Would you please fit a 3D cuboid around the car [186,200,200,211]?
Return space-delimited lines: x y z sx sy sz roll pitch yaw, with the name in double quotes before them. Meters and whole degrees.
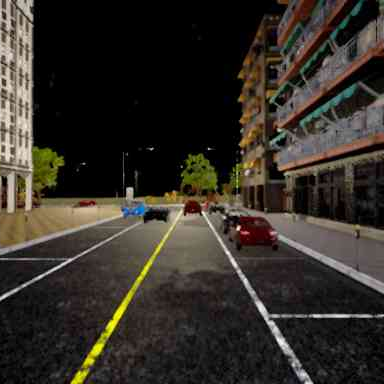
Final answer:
"car" 0.103 1.845 46.733 1.812 1.442 4.674 0 0 0

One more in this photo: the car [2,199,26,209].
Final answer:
"car" -31.463 2.050 57.075 5.009 1.841 2.192 -1 0 -1

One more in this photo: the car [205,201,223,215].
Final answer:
"car" 2.653 1.801 36.556 2.008 1.369 4.403 0 0 0

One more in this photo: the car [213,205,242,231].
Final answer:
"car" 2.561 1.688 19.979 2.008 1.369 4.403 0 0 0

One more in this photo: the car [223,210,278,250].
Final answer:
"car" 2.563 1.682 14.452 1.802 1.307 4.206 0 0 0

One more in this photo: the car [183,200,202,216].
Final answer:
"car" 0.087 1.725 36.095 1.882 1.535 5.008 0 0 0

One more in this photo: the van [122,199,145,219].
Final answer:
"van" -5.353 1.554 31.081 1.690 1.788 3.998 0 0 0

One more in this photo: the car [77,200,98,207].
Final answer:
"car" -20.610 2.267 65.281 4.206 1.307 1.802 -1 0 -1

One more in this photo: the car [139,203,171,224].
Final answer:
"car" -2.772 1.786 26.942 1.895 1.301 4.718 0 0 0

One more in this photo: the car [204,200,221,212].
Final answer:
"car" 2.682 1.849 44.485 1.887 1.381 4.507 0 0 0

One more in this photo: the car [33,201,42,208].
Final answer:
"car" -31.693 2.399 65.141 4.206 1.307 1.802 -1 0 -1
